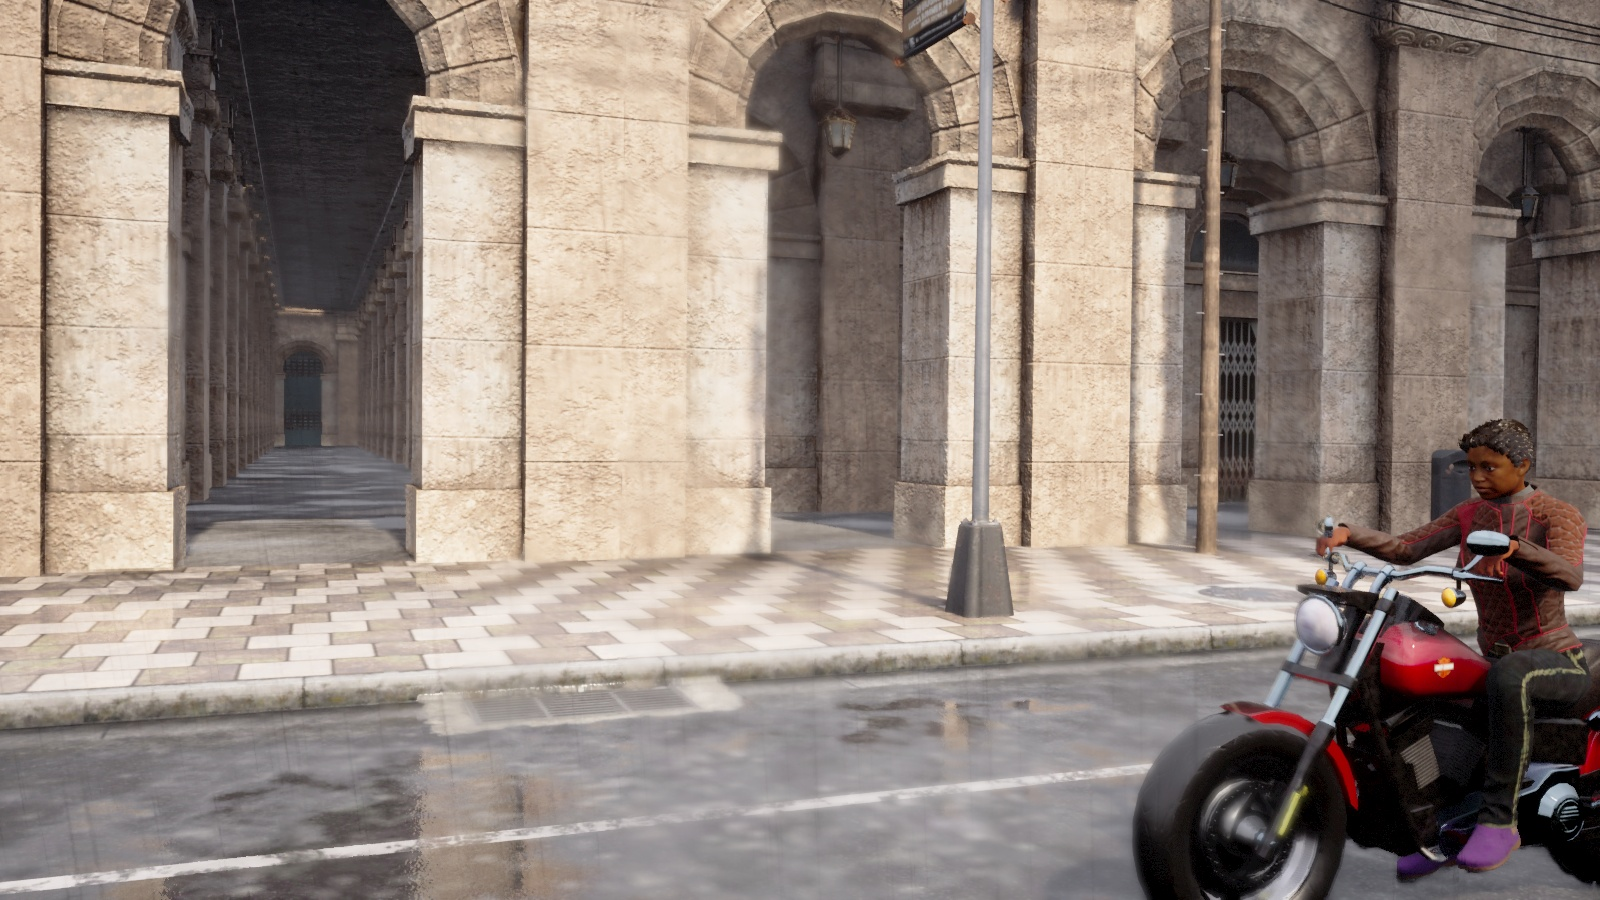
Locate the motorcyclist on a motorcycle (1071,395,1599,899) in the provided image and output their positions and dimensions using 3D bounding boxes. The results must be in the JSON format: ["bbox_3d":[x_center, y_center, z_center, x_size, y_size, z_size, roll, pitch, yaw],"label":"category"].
[{"bbox_3d":[2.107,0.659,4.063,2.350,1.649,0.766,-1,1,-21],"label":"motorcyclist on a motorcycle"}]
